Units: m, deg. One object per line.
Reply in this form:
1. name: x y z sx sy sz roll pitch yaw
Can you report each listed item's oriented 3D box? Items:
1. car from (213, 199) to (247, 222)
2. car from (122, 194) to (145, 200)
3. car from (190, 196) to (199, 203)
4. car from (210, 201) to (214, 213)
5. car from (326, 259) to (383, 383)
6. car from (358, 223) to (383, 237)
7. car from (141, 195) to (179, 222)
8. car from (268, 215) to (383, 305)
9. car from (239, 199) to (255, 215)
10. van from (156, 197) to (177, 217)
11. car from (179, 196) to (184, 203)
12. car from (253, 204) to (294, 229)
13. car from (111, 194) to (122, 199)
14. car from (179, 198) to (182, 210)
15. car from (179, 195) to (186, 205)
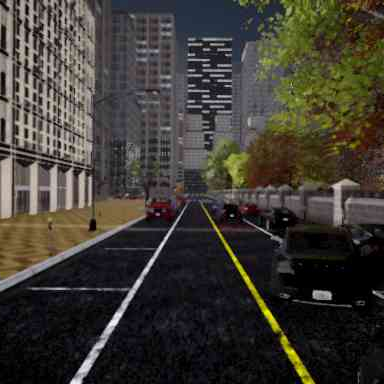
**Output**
1. car: 2.966 1.593 26.854 1.812 1.442 4.674 0 0 1
2. car: -14.367 1.424 81.904 4.206 1.307 1.802 1 -1 2
3. car: 0.586 1.613 74.719 1.882 1.535 5.008 0 0 0
4. car: 3.054 1.633 38.138 2.033 1.411 5.357 0 0 1
5. car: 2.970 1.526 1.430 1.837 1.490 4.892 0 0 -15
6. car: 5.383 1.620 10.403 1.947 1.339 4.313 0 0 0
7. car: -2.505 1.349 27.217 2.192 1.841 5.009 0 0 0
8. car: 2.959 1.539 8.024 1.837 1.490 4.892 0 0 18
9. car: 5.562 1.675 32.601 1.802 1.307 4.206 0 0 0
10. van: -2.461 1.384 32.758 1.690 1.788 3.998 0 0 0
11. car: -2.374 1.585 43.669 1.752 1.417 4.829 0 0 0
12. car: 5.472 1.640 21.502 1.947 1.339 4.313 0 0 0
13. car: -19.681 1.195 89.939 4.097 1.590 1.967 1 -1 2
14. car: -2.418 1.633 38.298 1.802 1.307 4.206 0 0 0
15. car: -2.093 1.401 60.459 2.192 1.841 5.009 0 0 0
